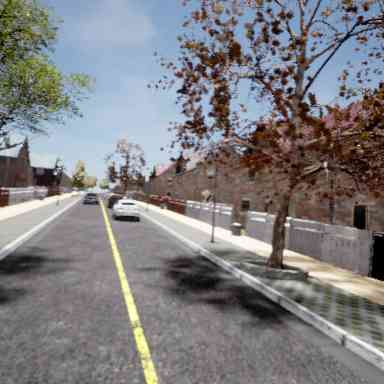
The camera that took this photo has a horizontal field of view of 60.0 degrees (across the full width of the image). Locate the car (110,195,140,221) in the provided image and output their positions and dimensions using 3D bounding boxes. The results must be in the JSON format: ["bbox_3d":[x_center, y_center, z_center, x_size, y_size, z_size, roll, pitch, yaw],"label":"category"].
[{"bbox_3d":[-5.030,1.312,25.474,1.812,1.442,4.674,5,-1,-16],"label":"car"}]

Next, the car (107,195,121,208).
[{"bbox_3d":[-8.898,1.058,39.082,1.882,1.535,5.008,5,0,-16],"label":"car"}]

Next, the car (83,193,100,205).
[{"bbox_3d":[-12.578,0.832,41.695,1.812,1.442,4.674,5,0,-16],"label":"car"}]
